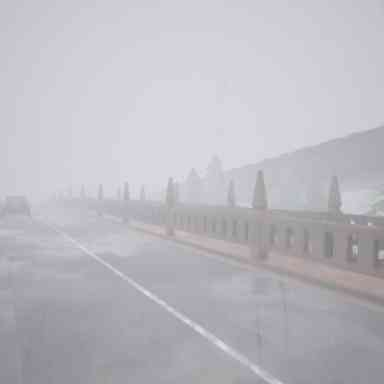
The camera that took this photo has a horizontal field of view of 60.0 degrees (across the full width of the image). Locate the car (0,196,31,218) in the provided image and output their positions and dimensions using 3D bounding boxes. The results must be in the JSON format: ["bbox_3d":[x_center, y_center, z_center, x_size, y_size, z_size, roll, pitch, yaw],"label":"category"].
[{"bbox_3d":[-14.465,1.087,27.232,2.097,1.767,4.553,1,0,-30],"label":"car"}]
